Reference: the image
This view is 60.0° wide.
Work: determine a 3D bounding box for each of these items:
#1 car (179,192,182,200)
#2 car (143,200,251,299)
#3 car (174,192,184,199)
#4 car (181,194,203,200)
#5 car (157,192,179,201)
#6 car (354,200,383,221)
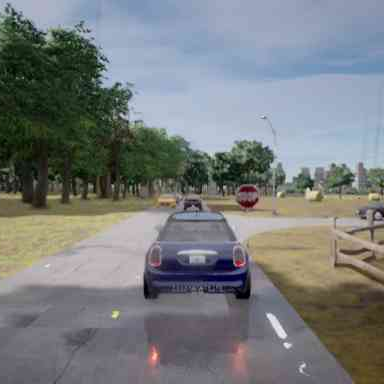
[{"bbox_3d":[-2.830,1.030,47.311,1.994,1.385,4.181,0,0,-1],"label":"car"},{"bbox_3d":[0.102,1.239,8.296,2.097,1.767,4.553,0,1,0],"label":"car"},{"bbox_3d":[-2.734,0.701,70.790,1.837,1.490,4.892,0,0,0],"label":"car"},{"bbox_3d":[0.109,1.070,35.288,1.837,1.490,4.892,0,1,0],"label":"car"},{"bbox_3d":[-2.835,1.024,37.373,1.882,1.535,5.008,0,0,0],"label":"car"},{"bbox_3d":[14.193,1.254,23.725,4.892,1.490,1.837,0,-1,0],"label":"car"}]
